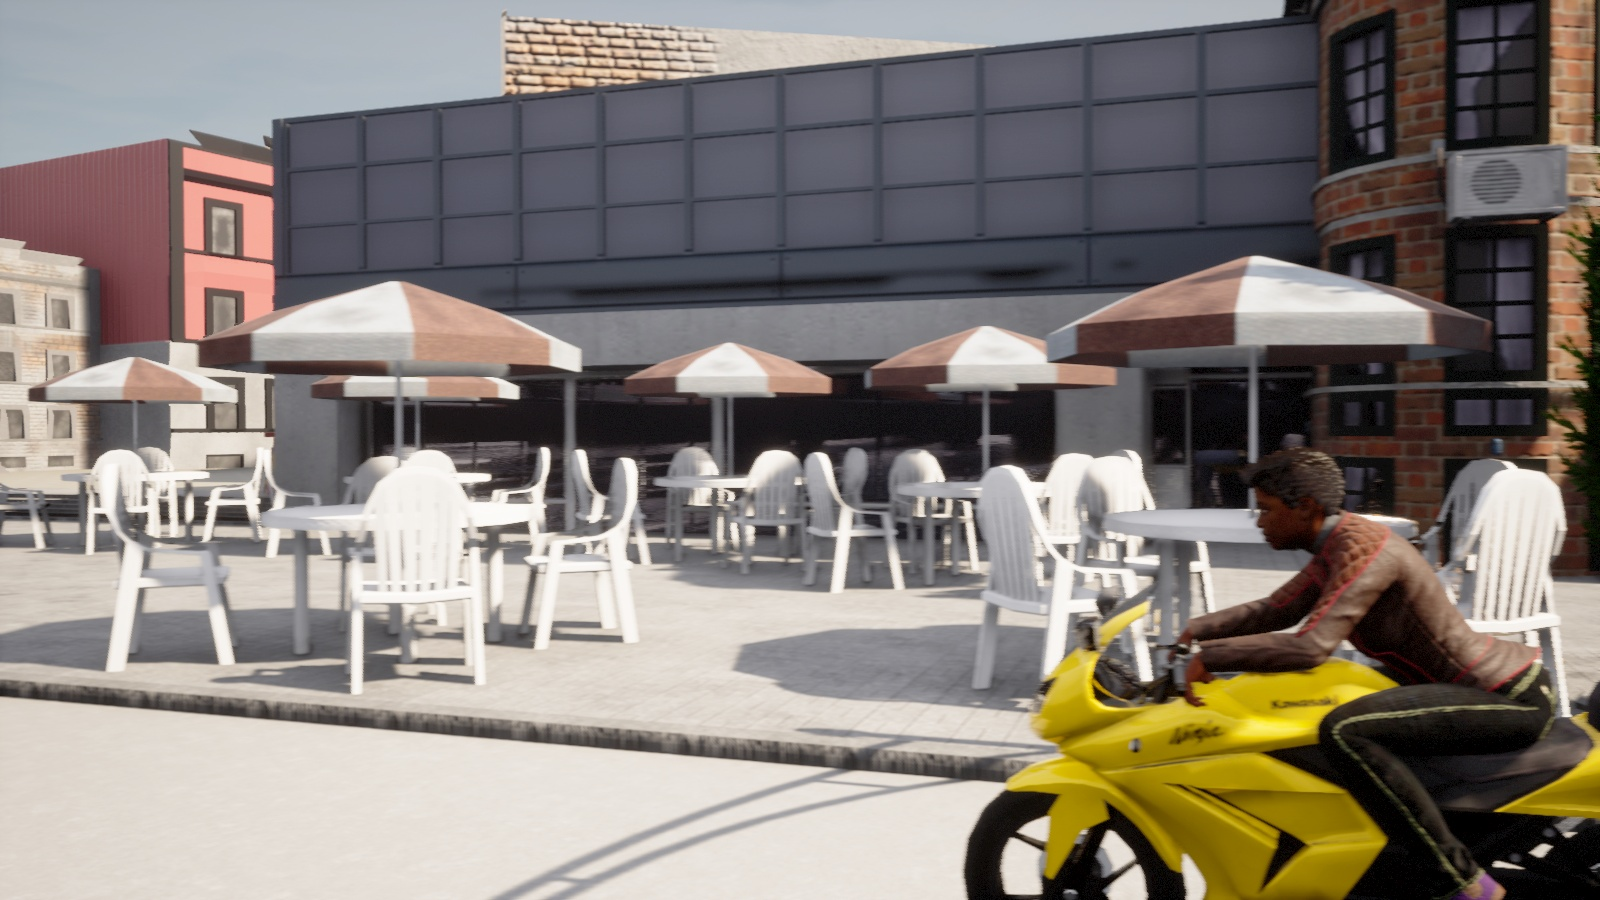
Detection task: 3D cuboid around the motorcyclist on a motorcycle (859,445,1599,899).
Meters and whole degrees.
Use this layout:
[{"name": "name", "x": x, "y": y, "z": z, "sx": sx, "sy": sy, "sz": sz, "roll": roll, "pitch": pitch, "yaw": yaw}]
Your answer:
[{"name": "motorcyclist on a motorcycle", "x": 1.251, "y": 0.761, "z": 3.298, "sx": 2.044, "sy": 1.523, "sz": 0.797, "roll": 1, "pitch": 1, "yaw": 19}]
